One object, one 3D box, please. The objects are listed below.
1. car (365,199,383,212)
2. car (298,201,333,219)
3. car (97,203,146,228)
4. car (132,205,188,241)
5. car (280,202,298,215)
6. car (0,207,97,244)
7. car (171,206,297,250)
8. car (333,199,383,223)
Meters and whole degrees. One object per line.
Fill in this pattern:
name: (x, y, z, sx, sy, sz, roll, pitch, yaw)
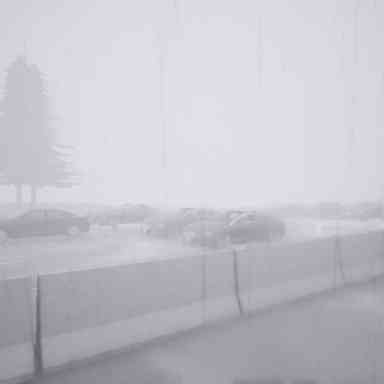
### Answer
car: (24.454, 1.701, 42.811, 4.892, 1.490, 1.837, 0, 0, -36)
car: (11.975, 1.591, 29.717, 4.892, 1.490, 1.837, 1, -1, -35)
car: (-4.300, 1.519, 22.418, 4.902, 1.511, 2.128, 0, 0, -35)
car: (-0.186, 1.520, 16.753, 4.902, 1.511, 2.128, 0, 0, -35)
car: (9.427, 1.682, 32.200, 4.718, 1.301, 1.895, 0, 0, -35)
car: (-7.432, 1.485, 15.887, 5.008, 1.535, 1.882, 0, 0, -35)
car: (1.857, 1.521, 13.911, 4.902, 1.511, 2.128, 0, 0, -35)
car: (13.910, 1.576, 26.801, 4.902, 1.511, 2.128, 0, 0, -35)
